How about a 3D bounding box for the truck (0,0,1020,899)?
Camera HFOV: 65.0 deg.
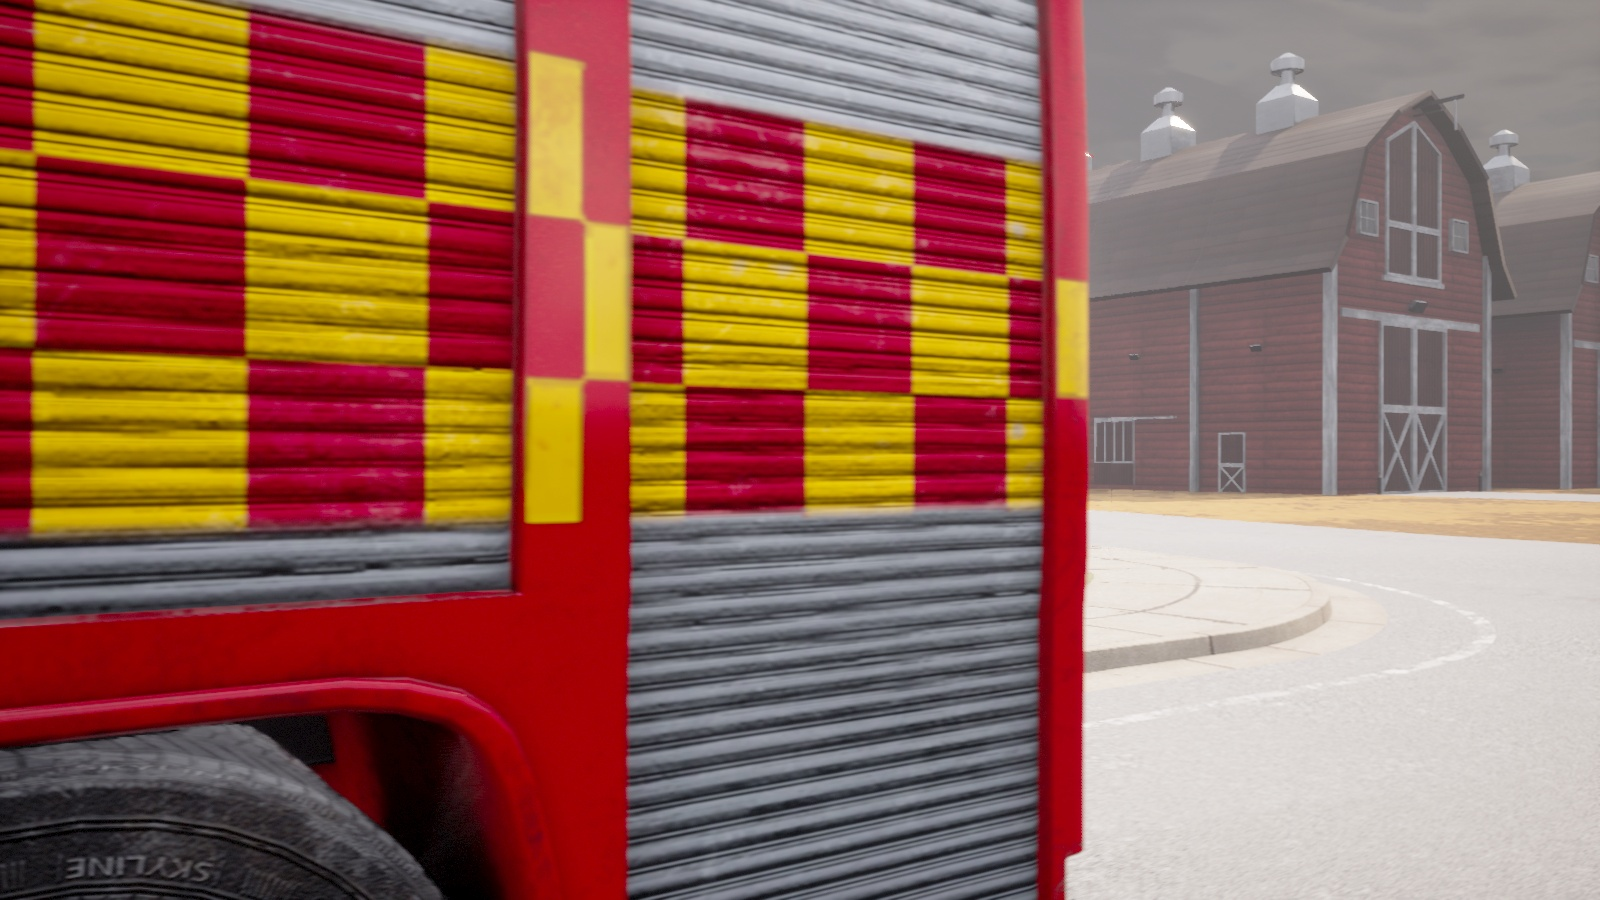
[{"bbox_3d":[-3.923,-0.414,0.933,8.468,3.827,2.891,0,0,-35],"label":"truck"}]
